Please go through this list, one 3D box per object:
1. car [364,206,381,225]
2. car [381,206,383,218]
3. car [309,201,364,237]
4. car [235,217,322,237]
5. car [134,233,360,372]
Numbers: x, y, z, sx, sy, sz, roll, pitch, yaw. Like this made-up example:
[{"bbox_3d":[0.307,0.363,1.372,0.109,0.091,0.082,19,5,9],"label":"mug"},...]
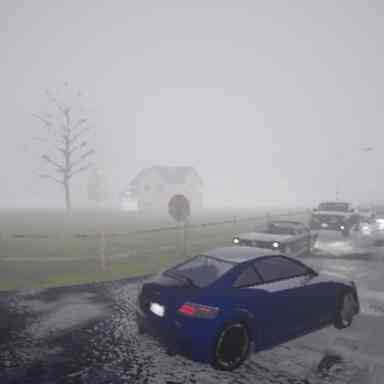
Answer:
[{"bbox_3d":[15.056,2.029,29.493,2.033,1.411,5.357,0,-1,35],"label":"car"},{"bbox_3d":[21.000,2.205,37.824,1.895,1.301,4.718,0,-1,36],"label":"car"},{"bbox_3d":[9.128,1.577,21.130,2.150,2.045,5.566,0,-1,36],"label":"car"},{"bbox_3d":[3.368,1.830,12.993,1.895,1.301,4.718,0,-1,35],"label":"car"},{"bbox_3d":[1.122,1.680,5.876,4.181,1.385,1.994,2,-1,-36],"label":"car"}]
